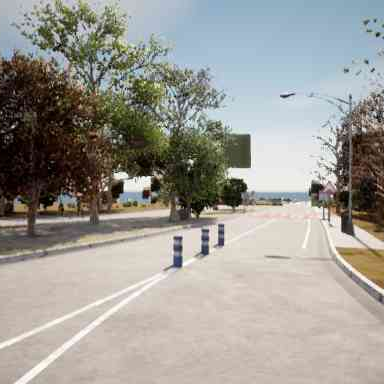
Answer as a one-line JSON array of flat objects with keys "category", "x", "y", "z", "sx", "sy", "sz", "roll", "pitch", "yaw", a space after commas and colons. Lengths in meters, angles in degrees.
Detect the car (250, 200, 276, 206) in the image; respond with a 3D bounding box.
[{"category": "car", "x": 19.845, "y": 3.260, "z": 93.064, "sx": 5.366, "sy": 1.575, "sz": 1.946, "roll": 0, "pitch": -3, "yaw": 19}]
